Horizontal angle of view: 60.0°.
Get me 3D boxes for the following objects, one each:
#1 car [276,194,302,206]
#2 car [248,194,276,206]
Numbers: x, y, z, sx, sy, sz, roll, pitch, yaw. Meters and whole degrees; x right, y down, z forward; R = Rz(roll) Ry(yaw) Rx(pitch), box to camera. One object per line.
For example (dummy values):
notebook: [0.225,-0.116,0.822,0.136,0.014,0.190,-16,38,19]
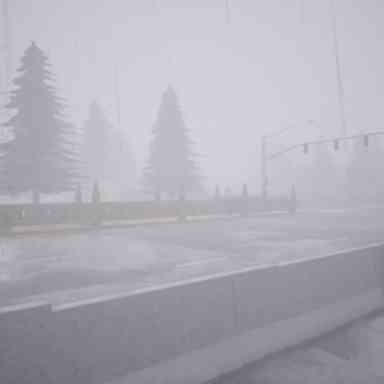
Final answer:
car: [12.823,1.025,45.588,2.097,1.767,4.553,-1,0,-35]
car: [8.574,1.185,45.522,1.882,1.535,5.008,-1,0,-35]
